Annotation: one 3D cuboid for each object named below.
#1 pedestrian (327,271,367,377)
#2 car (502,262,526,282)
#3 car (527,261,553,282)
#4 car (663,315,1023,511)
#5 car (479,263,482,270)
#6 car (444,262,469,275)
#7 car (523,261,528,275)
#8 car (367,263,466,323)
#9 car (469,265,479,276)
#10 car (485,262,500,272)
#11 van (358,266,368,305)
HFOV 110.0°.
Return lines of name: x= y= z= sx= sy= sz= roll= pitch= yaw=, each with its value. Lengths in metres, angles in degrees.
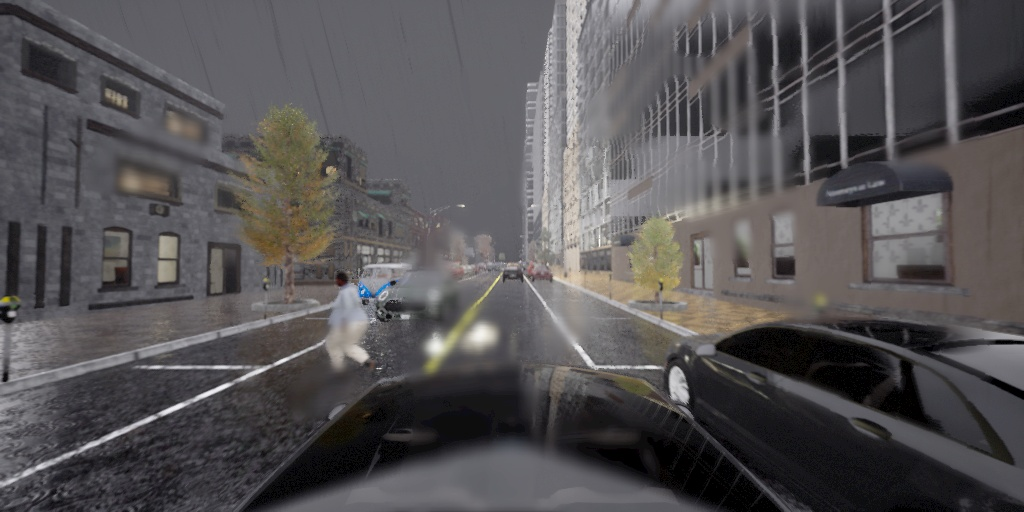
pedestrian: x=-2.769 y=1.095 z=6.032 sx=0.375 sy=1.860 sz=0.375 roll=1 pitch=-2 yaw=0
car: x=0.090 y=1.609 z=33.994 sx=1.882 sy=1.535 sz=5.008 roll=0 pitch=-1 yaw=0
car: x=2.689 y=1.566 z=33.547 sx=1.967 sy=1.591 sz=4.097 roll=0 pitch=0 yaw=0
car: x=3.000 y=1.272 z=3.071 sx=1.837 sy=1.490 sz=4.892 roll=0 pitch=-1 yaw=0
car: x=-5.693 y=1.873 z=50.532 sx=1.888 sy=1.381 sz=4.507 roll=0 pitch=0 yaw=0
car: x=-5.692 y=1.442 z=33.603 sx=2.192 sy=1.841 sz=5.009 roll=0 pitch=0 yaw=0
car: x=2.688 y=1.508 z=39.191 sx=2.192 sy=1.841 sz=5.009 roll=0 pitch=0 yaw=0
car: x=-3.101 y=1.236 z=12.747 sx=2.097 sy=1.767 sz=4.553 roll=0 pitch=-1 yaw=0
car: x=-5.692 y=1.811 z=44.890 sx=2.007 sy=1.370 sz=4.403 roll=0 pitch=0 yaw=0
car: x=-3.015 y=2.017 z=60.926 sx=1.994 sy=1.385 sz=4.181 roll=0 pitch=-1 yaw=0
van: x=-5.691 y=1.267 z=16.671 sx=1.690 sy=1.789 sz=3.998 roll=0 pitch=0 yaw=0
